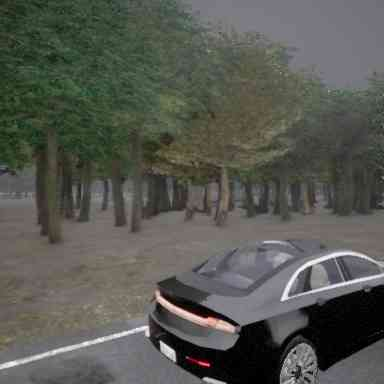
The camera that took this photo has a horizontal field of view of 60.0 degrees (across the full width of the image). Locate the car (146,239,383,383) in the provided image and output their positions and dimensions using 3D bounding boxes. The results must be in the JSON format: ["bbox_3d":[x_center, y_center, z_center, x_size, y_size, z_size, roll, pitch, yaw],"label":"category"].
[{"bbox_3d":[1.715,1.476,4.968,4.902,1.511,2.128,0,0,-36],"label":"car"}]
